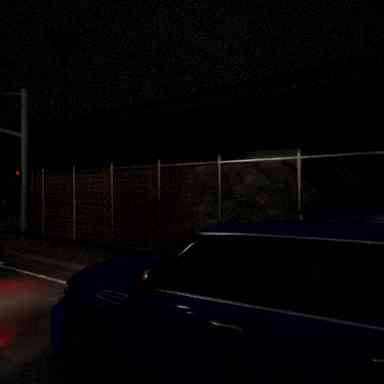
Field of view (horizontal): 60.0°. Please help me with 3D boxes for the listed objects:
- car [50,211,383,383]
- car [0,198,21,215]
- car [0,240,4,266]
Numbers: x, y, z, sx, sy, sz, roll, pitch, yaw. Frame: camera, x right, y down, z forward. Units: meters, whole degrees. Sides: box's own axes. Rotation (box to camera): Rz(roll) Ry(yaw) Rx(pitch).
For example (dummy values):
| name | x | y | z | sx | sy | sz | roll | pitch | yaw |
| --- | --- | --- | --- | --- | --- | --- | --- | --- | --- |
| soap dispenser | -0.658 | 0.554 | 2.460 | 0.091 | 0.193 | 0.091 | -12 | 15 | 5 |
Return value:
| name | x | y | z | sx | sy | sz | roll | pitch | yaw |
| --- | --- | --- | --- | --- | --- | --- | --- | --- | --- |
| car | 0.935 | 1.221 | 3.323 | 5.566 | 2.045 | 2.150 | 0 | 0 | 35 |
| car | -18.471 | 1.407 | 34.197 | 2.097 | 1.767 | 4.553 | 0 | 0 | 35 |
| car | -7.080 | 1.492 | 9.039 | 4.902 | 1.511 | 2.128 | 0 | 0 | 33 |
